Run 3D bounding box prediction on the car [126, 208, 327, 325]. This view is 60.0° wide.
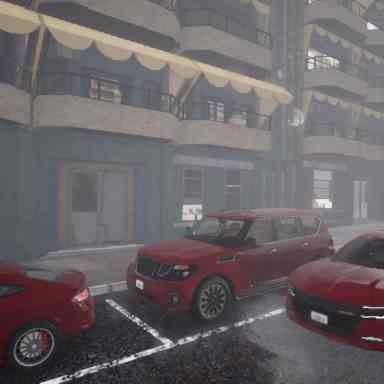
[{"bbox_3d":[1.124,1.318,7.341,5.009,1.841,2.192,0,1,-35],"label":"car"}]

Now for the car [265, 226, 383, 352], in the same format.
[{"bbox_3d":[3.808,1.481,6.099,5.008,1.535,1.882,0,0,-36],"label":"car"}]

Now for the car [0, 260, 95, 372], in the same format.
[{"bbox_3d":[-3.374,1.582,4.137,4.206,1.307,1.802,0,1,-35],"label":"car"}]
